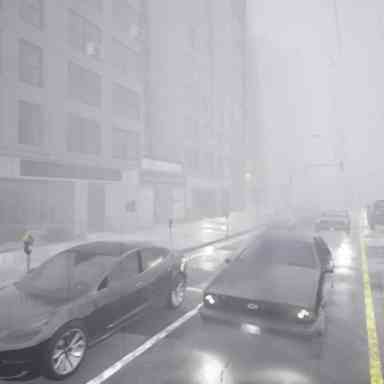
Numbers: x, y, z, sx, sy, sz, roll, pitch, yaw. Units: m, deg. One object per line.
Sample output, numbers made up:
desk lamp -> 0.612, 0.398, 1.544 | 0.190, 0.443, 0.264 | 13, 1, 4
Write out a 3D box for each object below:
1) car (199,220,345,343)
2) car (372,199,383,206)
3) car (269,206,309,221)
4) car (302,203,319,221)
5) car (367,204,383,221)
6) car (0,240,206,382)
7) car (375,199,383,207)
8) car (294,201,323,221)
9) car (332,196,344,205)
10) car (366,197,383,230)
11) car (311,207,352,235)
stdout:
car -> 2.026, 1.604, 7.174 | 2.033, 1.411, 5.357 | 0, 0, 26
car -> 42.510, 2.404, 76.258 | 1.802, 1.307, 4.206 | 0, 0, 25
car -> 5.810, 1.746, 20.526 | 1.802, 1.307, 4.206 | 0, 0, 26
car -> 8.274, 1.779, 25.471 | 1.947, 1.339, 4.313 | 0, 0, 26
car -> 17.960, 1.931, 32.103 | 1.895, 1.301, 4.718 | 0, 0, 27
car -> -1.581, 1.585, 5.691 | 1.947, 1.339, 4.313 | 0, 0, 26
car -> 37.690, 2.152, 66.028 | 1.967, 1.590, 4.097 | 0, 0, 25
car -> 10.739, 1.701, 30.417 | 1.967, 1.590, 4.097 | 0, 0, 26
car -> 34.803, 2.220, 79.900 | 1.967, 1.590, 4.097 | 0, 0, 25
car -> 13.189, 1.457, 22.466 | 2.150, 2.045, 5.566 | 0, 0, 27
car -> 8.810, 1.790, 20.563 | 1.895, 1.301, 4.718 | 0, 0, 27
